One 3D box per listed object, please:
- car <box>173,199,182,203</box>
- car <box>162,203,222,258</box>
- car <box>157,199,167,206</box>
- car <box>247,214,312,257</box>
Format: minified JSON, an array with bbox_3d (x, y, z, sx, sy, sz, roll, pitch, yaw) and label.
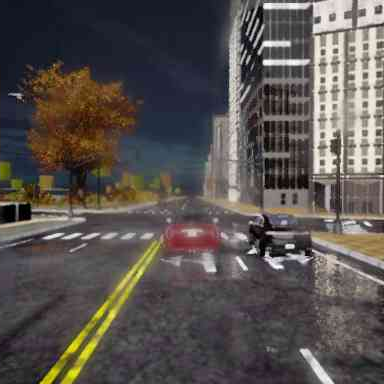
[{"bbox_3d":[-3.219,2.258,72.573,2.128,1.511,4.902,0,-1,0],"label":"car"},{"bbox_3d":[0.019,1.478,13.396,2.097,1.767,4.553,0,-1,0],"label":"car"},{"bbox_3d":[-6.469,2.272,72.575,2.033,1.411,5.357,0,-1,0],"label":"car"},{"bbox_3d":[3.403,1.621,13.498,2.128,1.511,4.902,0,0,3],"label":"car"}]
